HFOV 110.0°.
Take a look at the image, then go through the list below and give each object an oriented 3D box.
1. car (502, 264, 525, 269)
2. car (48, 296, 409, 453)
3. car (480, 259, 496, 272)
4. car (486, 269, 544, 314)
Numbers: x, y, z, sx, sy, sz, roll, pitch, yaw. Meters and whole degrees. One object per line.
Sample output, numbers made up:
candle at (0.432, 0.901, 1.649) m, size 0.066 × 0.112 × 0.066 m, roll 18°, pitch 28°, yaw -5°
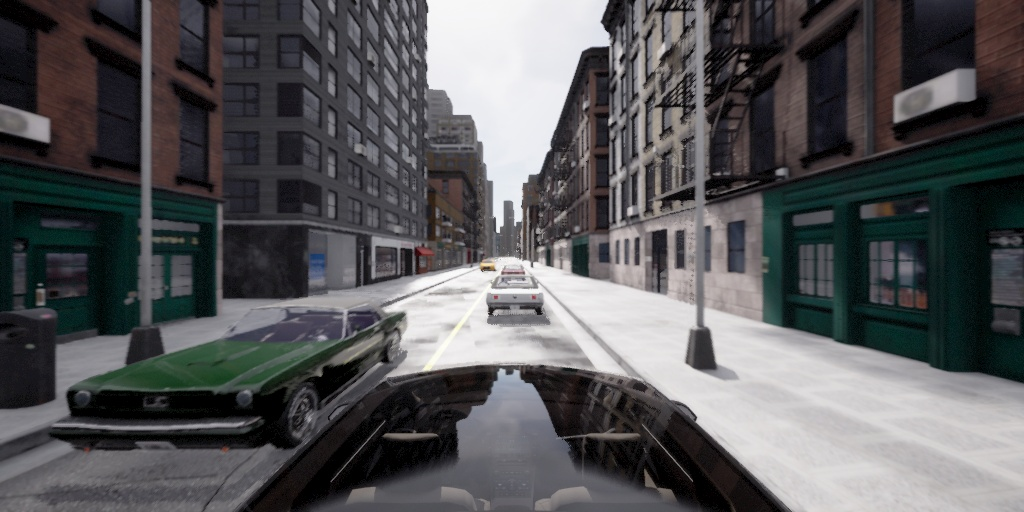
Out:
car at (0.092, 1.341, 29.490) m, size 1.895 × 1.301 × 4.718 m, roll 0°, pitch 0°, yaw 0°
car at (-3.104, 1.350, 5.331) m, size 1.895 × 1.301 × 4.718 m, roll 0°, pitch 0°, yaw 0°
car at (-3.100, 1.207, 46.625) m, size 1.882 × 1.535 × 5.008 m, roll 0°, pitch 0°, yaw 0°
car at (0.096, 1.347, 13.653) m, size 1.895 × 1.301 × 4.718 m, roll 0°, pitch 0°, yaw 0°
